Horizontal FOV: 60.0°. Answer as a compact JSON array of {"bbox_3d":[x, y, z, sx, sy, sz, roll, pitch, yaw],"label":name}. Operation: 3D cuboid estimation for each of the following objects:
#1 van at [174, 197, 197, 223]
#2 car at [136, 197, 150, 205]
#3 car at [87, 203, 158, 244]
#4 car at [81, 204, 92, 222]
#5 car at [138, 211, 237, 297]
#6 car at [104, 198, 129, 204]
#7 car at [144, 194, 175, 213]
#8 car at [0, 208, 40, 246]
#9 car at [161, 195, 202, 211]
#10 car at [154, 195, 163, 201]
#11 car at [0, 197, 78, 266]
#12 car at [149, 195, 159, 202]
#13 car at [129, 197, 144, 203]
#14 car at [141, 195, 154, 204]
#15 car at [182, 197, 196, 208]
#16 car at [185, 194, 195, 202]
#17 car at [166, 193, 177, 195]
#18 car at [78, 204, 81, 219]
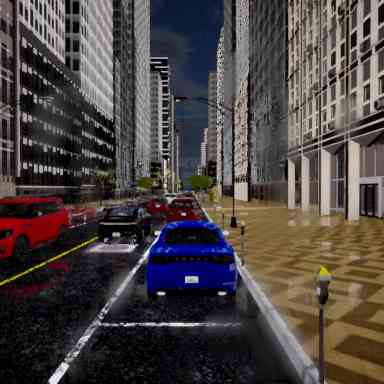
[{"bbox_3d":[-0.465,1.336,26.356,1.690,1.788,3.998,-1,0,0],"label":"van"},{"bbox_3d":[-8.843,1.570,60.458,1.802,1.307,4.206,-1,0,0],"label":"car"},{"bbox_3d":[-3.046,1.489,15.808,2.128,1.511,4.902,0,0,0],"label":"car"},{"bbox_3d":[-8.843,1.577,26.356,1.802,1.307,4.206,-1,0,0],"label":"car"},{"bbox_3d":[-0.006,1.476,8.652,1.882,1.535,5.008,0,0,0],"label":"car"},{"bbox_3d":[-8.844,1.544,37.723,2.008,1.369,4.403,-1,0,0],"label":"car"},{"bbox_3d":[-3.147,1.346,32.788,2.097,1.767,4.553,0,0,0],"label":"car"},{"bbox_3d":[-8.843,1.542,14.989,1.887,1.381,4.507,-1,0,0],"label":"car"},{"bbox_3d":[-0.465,1.311,20.672,2.192,1.841,5.009,-1,0,0],"label":"car"},{"bbox_3d":[-8.844,1.545,88.876,1.947,1.339,4.313,-1,0,0],"label":"car"},{"bbox_3d":[-6.246,1.219,11.919,2.150,2.045,5.566,0,0,0],"label":"car"},{"bbox_3d":[-8.844,1.509,77.339,1.752,1.417,4.829,-1,0,0],"label":"car"},{"bbox_3d":[-8.843,1.541,49.090,2.008,1.369,4.403,-1,0,0],"label":"car"},{"bbox_3d":[-8.845,1.426,66.141,1.967,1.590,4.097,-1,0,0],"label":"car"},{"bbox_3d":[-0.463,1.541,49.090,2.008,1.369,4.403,-1,0,0],"label":"car"},{"bbox_3d":[-0.465,1.298,77.509,2.192,1.841,5.009,-1,0,0],"label":"car"},{"bbox_3d":[-3.044,1.212,49.629,2.150,2.045,5.566,0,0,0],"label":"car"},{"bbox_3d":[-8.844,1.547,20.672,2.008,1.369,4.403,-1,0,0],"label":"car"}]
